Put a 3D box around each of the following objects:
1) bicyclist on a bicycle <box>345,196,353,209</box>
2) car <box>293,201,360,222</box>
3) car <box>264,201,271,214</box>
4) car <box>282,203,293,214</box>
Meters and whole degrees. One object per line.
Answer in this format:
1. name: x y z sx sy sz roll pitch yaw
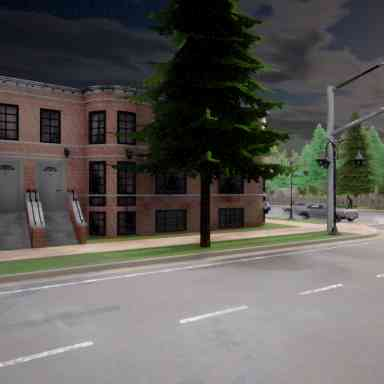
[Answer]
1. bicyclist on a bicycle: 19.240 1.301 40.664 1.656 1.620 0.582 0 0 -31
2. car: 10.759 1.601 26.583 1.895 1.301 4.718 0 0 -31
3. car: 5.784 1.221 34.980 2.150 2.045 5.566 0 0 -31
4. car: 11.192 1.601 32.718 1.895 1.301 4.718 0 0 -31
